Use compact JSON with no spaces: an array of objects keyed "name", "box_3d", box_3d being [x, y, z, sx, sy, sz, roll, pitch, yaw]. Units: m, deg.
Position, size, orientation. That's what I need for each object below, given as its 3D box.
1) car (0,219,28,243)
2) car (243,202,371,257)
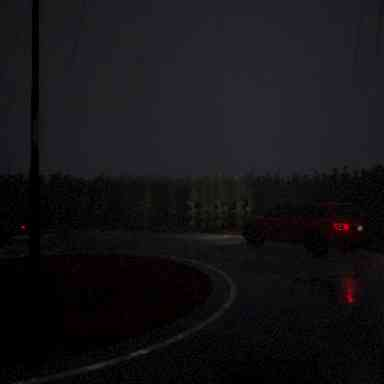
[{"name":"car","box_3d":[-11.070,1.827,16.233,5.357,1.411,2.033,1,-2,-42]},{"name":"car","box_3d":[4.620,1.434,14.278,2.150,2.045,5.566,1,-1,-33]}]
